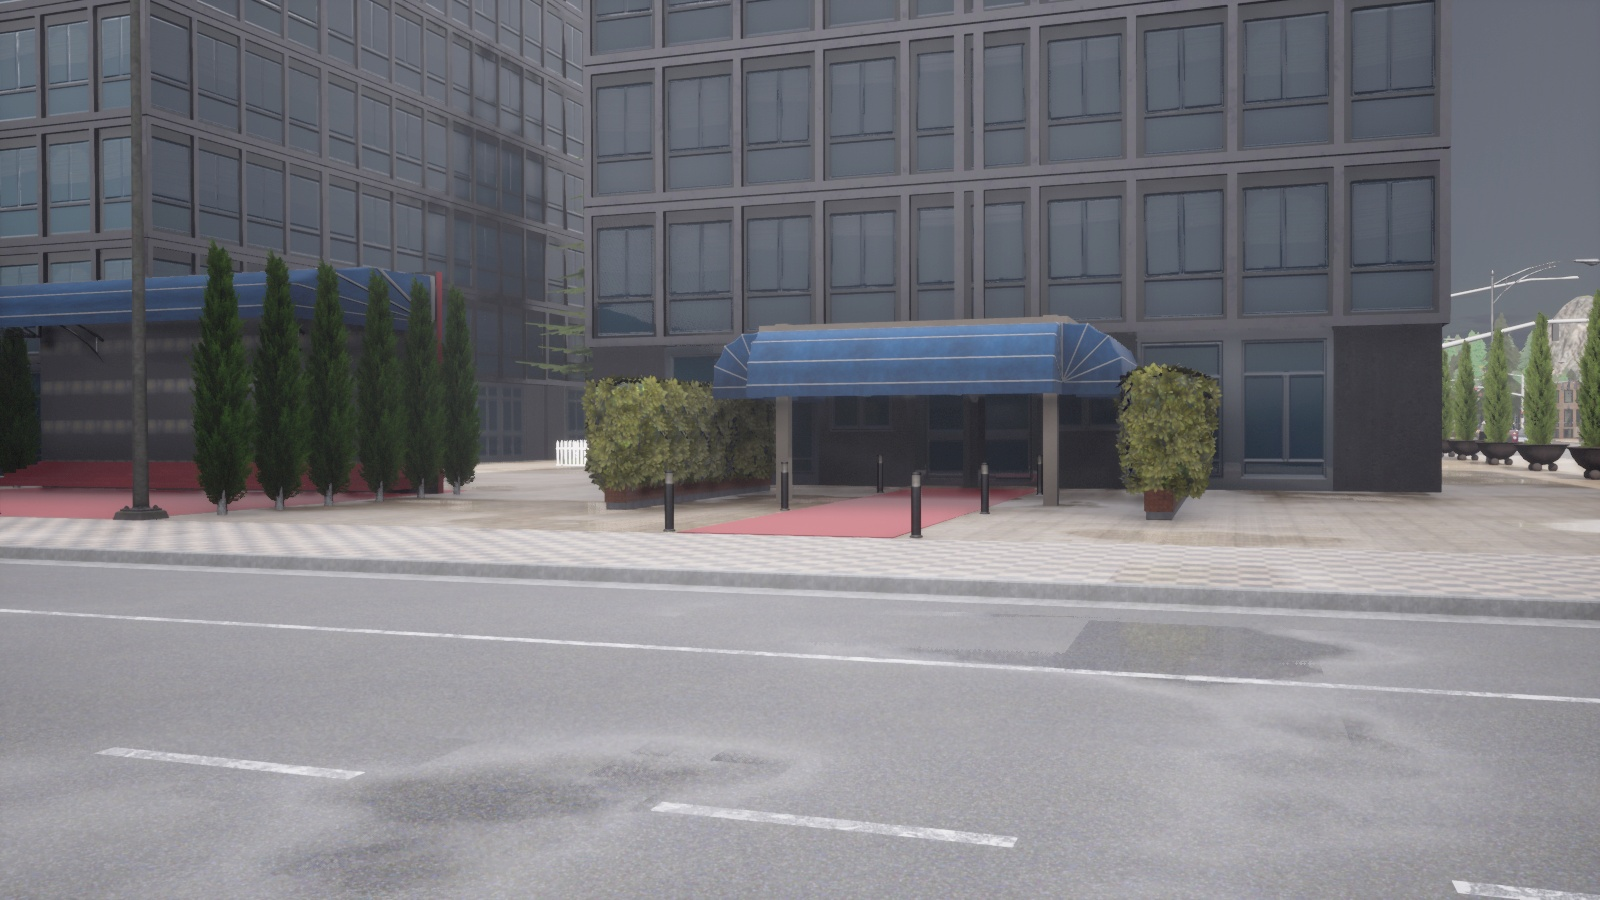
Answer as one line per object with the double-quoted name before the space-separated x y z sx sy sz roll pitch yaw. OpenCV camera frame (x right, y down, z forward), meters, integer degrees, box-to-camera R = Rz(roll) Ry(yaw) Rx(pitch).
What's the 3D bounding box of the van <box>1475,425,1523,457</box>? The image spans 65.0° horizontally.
"van" 47.010 -0.628 84.558 2.069 2.038 4.480 1 1 19
